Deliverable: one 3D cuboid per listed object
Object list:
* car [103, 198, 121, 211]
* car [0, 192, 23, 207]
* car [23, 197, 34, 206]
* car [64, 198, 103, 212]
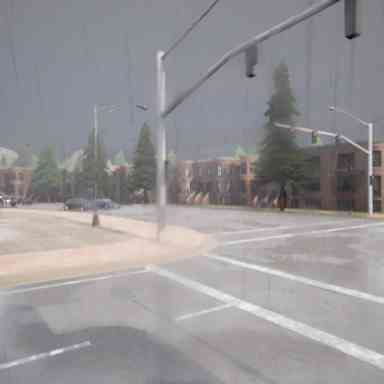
[{"bbox_3d":[-10.653,1.453,40.406,4.674,1.442,1.812,0,0,38],"label":"car"},{"bbox_3d":[-26.383,0.857,45.030,5.566,2.045,2.150,0,0,16],"label":"car"},{"bbox_3d":[-25.424,1.270,48.397,4.892,1.490,1.837,0,0,16],"label":"car"},{"bbox_3d":[-12.544,1.448,37.458,4.892,1.490,1.837,0,0,38],"label":"car"}]
